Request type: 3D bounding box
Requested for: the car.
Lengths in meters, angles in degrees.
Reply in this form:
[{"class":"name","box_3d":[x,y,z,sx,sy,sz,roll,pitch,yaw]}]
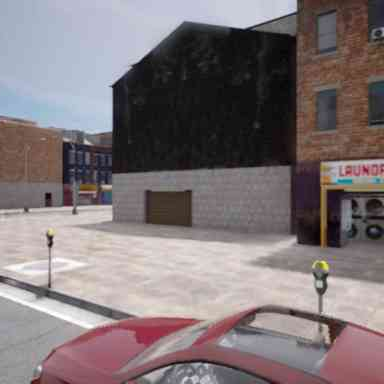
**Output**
[{"class":"car","box_3d":[0.467,1.582,2.479,4.206,1.307,1.802,0,0,36]}]
